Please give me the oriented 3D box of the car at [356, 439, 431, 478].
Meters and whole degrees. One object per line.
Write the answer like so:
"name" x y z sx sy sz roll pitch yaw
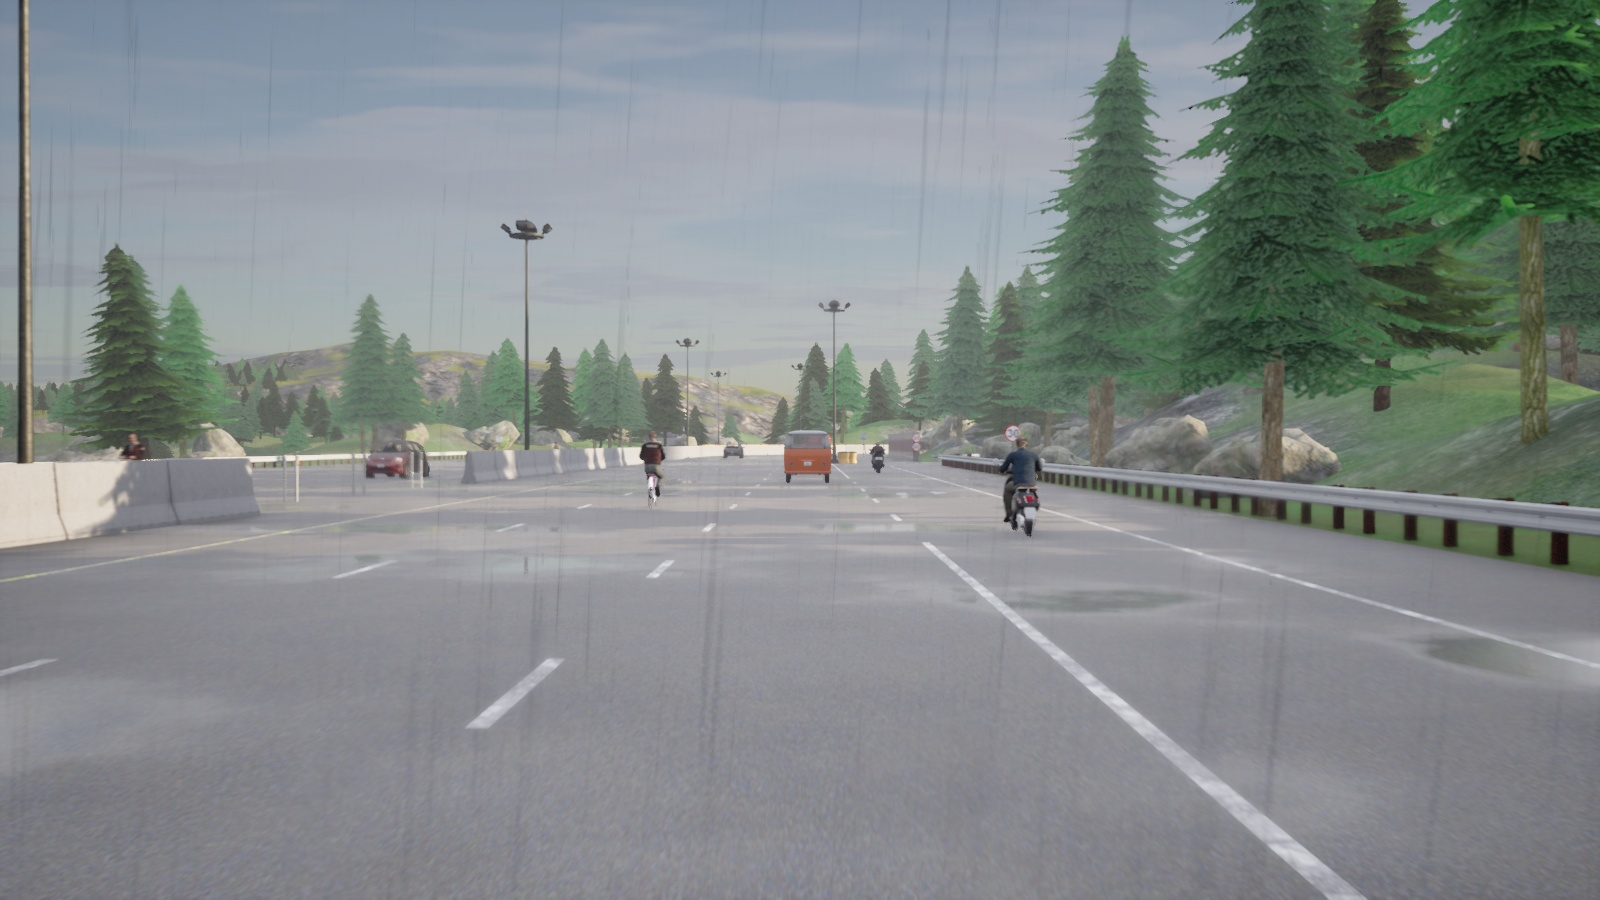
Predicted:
"car" -17.178 0.331 53.233 1.851 1.617 3.988 0 0 0

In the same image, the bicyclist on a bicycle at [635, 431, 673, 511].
"bicyclist on a bicycle" -3.320 0.452 28.662 0.659 1.776 1.843 0 1 0

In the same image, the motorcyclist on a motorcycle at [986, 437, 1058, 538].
"motorcyclist on a motorcycle" 3.635 0.586 20.717 0.866 1.590 1.817 0 0 0

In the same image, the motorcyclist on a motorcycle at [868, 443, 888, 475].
"motorcyclist on a motorcycle" 3.877 0.432 62.645 0.866 1.530 2.191 0 0 0

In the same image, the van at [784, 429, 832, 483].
"van" 0.296 0.224 48.655 1.775 1.987 4.442 0 0 0
